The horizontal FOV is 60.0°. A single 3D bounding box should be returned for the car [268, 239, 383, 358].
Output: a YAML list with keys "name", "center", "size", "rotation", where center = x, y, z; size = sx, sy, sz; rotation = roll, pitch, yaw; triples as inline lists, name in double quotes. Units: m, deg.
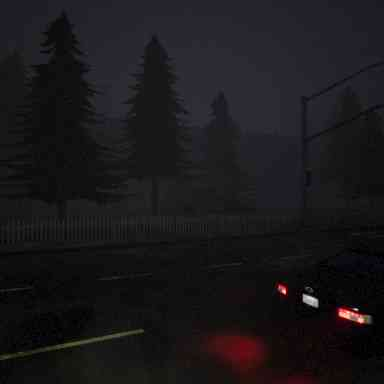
- name: "car"
  center: [3.891, 1.547, 5.698]
  size: [5.357, 1.411, 2.033]
  rotation: [0, 0, -26]
